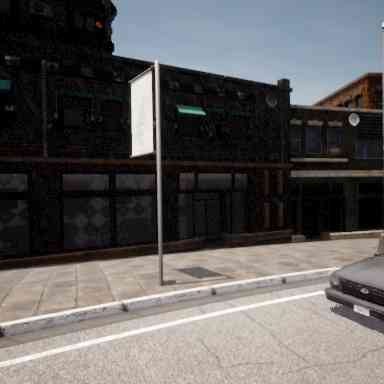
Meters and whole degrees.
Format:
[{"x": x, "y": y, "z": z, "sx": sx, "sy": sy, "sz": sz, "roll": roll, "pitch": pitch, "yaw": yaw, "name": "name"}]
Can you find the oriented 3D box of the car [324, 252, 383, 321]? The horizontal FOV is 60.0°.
[{"x": 5.197, "y": 1.532, "z": 6.502, "sx": 5.357, "sy": 1.411, "sz": 2.033, "roll": 0, "pitch": 0, "yaw": -24, "name": "car"}]
